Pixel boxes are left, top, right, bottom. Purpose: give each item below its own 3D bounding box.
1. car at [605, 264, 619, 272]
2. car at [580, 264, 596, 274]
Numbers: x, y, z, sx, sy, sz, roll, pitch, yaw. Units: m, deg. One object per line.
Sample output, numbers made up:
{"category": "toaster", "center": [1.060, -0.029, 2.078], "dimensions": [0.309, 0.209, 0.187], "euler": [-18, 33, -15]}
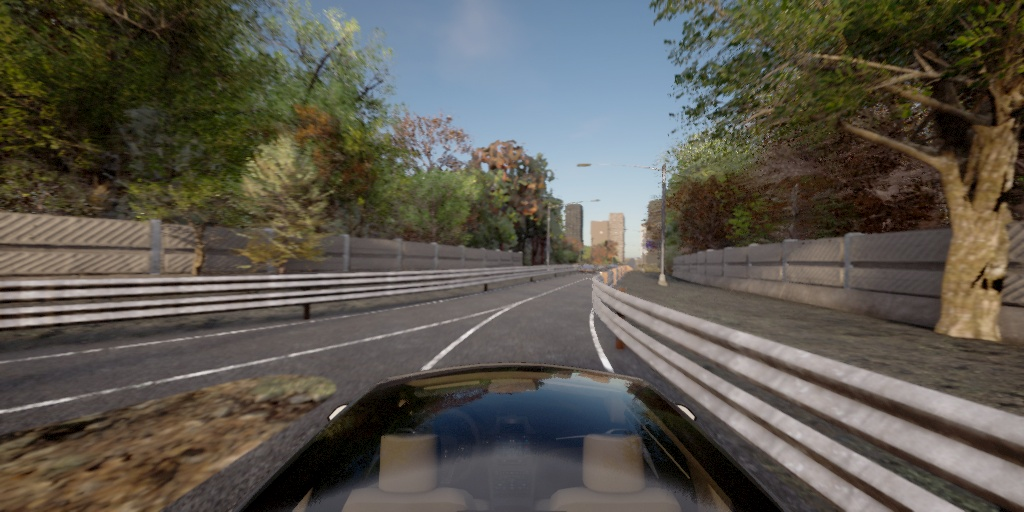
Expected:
{"category": "car", "center": [15.886, 2.048, 57.164], "dimensions": [1.882, 1.535, 5.008], "euler": [1, -1, 19]}
{"category": "car", "center": [11.823, 2.002, 55.419], "dimensions": [2.033, 1.411, 5.357], "euler": [1, -1, 19]}
